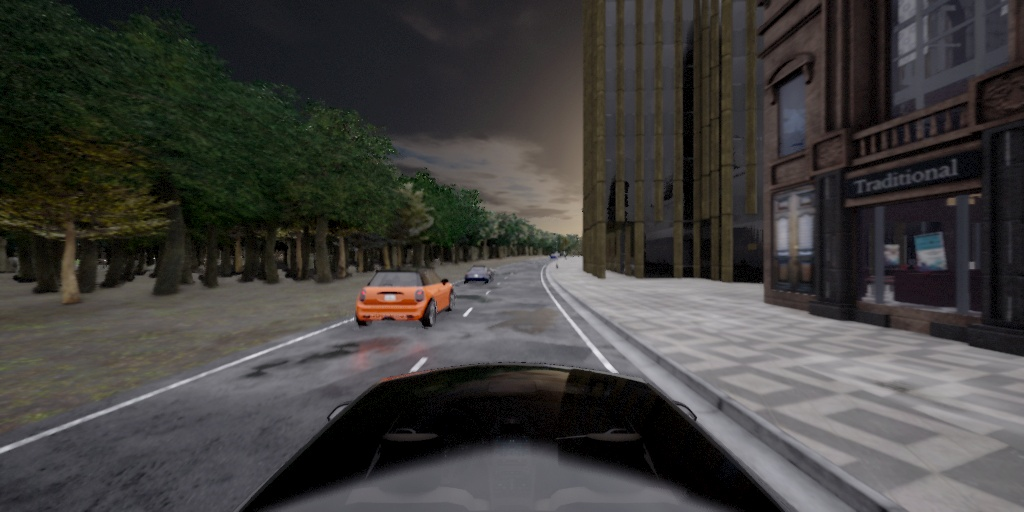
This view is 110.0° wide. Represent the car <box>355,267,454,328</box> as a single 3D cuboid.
[{"bbox_3d":[-3.259,1.153,11.835,2.097,1.767,4.553,0,0,1],"label":"car"}]

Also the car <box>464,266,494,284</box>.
[{"bbox_3d":[-2.588,1.460,29.041,1.994,1.385,4.181,0,0,3],"label":"car"}]
